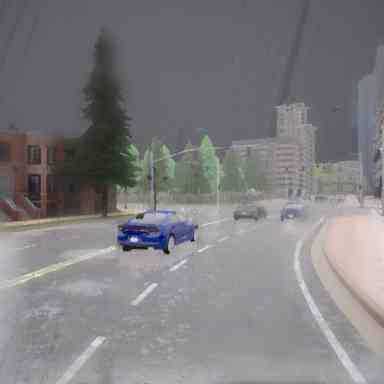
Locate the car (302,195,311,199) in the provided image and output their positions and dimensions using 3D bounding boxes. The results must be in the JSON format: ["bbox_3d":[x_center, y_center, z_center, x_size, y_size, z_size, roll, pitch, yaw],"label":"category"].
[{"bbox_3d":[30.178,1.518,87.443,2.128,1.511,4.902,0,0,26],"label":"car"}]

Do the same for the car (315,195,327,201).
[{"bbox_3d":[31.345,1.353,81.764,1.882,1.535,5.008,0,0,26],"label":"car"}]

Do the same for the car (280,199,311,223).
[{"bbox_3d":[8.013,1.531,25.745,1.812,1.442,4.674,0,0,25],"label":"car"}]

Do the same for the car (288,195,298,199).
[{"bbox_3d":[27.020,1.518,88.951,2.128,1.511,4.902,0,0,26],"label":"car"}]

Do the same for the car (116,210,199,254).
[{"bbox_3d":[-1.182,1.483,13.709,1.882,1.535,5.008,0,0,19],"label":"car"}]

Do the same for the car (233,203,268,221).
[{"bbox_3d":[4.842,1.571,27.227,1.994,1.385,4.181,0,0,25],"label":"car"}]

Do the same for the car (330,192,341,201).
[{"bbox_3d":[34.514,1.100,80.280,2.150,2.045,5.566,0,0,26],"label":"car"}]
